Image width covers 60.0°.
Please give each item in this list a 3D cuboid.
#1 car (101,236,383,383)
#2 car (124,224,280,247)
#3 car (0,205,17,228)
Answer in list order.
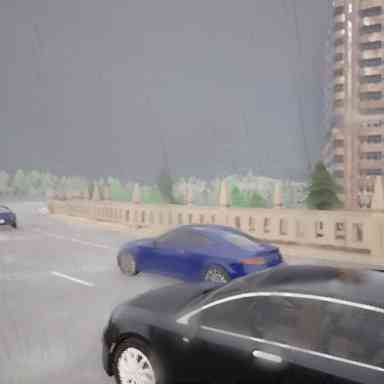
[{"bbox_3d":[1.142,1.521,3.325,4.892,1.490,1.837,0,0,36],"label":"car"},{"bbox_3d":[0.064,1.555,8.580,4.674,1.442,1.812,0,0,39],"label":"car"},{"bbox_3d":[-12.588,1.552,21.302,1.812,1.442,4.674,0,0,-39],"label":"car"}]
